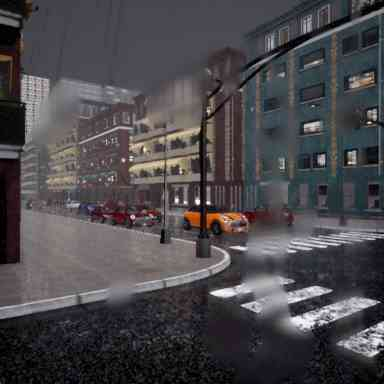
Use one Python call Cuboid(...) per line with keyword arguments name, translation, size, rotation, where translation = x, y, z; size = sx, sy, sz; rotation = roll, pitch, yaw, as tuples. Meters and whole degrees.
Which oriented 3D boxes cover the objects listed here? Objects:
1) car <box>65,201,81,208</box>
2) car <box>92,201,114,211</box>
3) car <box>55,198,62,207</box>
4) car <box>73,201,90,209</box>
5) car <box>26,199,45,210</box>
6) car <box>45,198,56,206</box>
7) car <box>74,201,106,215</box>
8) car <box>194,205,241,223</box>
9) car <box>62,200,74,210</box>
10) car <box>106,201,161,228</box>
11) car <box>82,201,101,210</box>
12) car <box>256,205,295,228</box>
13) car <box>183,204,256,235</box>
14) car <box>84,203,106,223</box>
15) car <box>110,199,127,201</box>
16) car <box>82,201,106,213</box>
Cuboid(name="car", translation=(-23.337, 2.377, 65.003), size=(1.947, 1.339, 4.313), rotation=(-1, 0, -35))
Cuboid(name="car", translation=(-13.796, 2.159, 51.363), size=(2.008, 1.369, 4.403), rotation=(-1, 0, -35))
Cuboid(name="car", translation=(-26.518, 2.429, 69.549), size=(2.008, 1.369, 4.403), rotation=(-1, 0, -35))
Cuboid(name="car", translation=(-20.157, 2.326, 60.456), size=(1.802, 1.307, 4.206), rotation=(-1, 0, -35))
Cuboid(name="car", translation=(-26.604, 2.171, 55.922), size=(1.967, 1.590, 4.097), rotation=(-1, 0, -35))
Cuboid(name="car", translation=(-32.882, 2.328, 78.644), size=(2.192, 1.841, 5.009), rotation=(-1, 0, -35))
Cuboid(name="car", translation=(-11.872, 1.815, 39.201), size=(2.097, 1.767, 4.553), rotation=(0, -1, -35))
Cuboid(name="car", translation=(2.110, 1.849, 28.632), size=(1.802, 1.307, 4.206), rotation=(-1, 0, -35))
Cuboid(name="car", translation=(-19.718, 2.212, 55.369), size=(1.812, 1.442, 4.674), rotation=(0, -1, -35))
Cuboid(name="car", translation=(-4.341, 1.694, 24.095), size=(1.967, 1.590, 4.097), rotation=(-1, 0, -35))
Cuboid(name="car", translation=(-16.976, 2.258, 55.909), size=(1.802, 1.307, 4.206), rotation=(-1, 0, -35))
Cuboid(name="car", translation=(5.291, 1.639, 24.088), size=(1.967, 1.590, 4.097), rotation=(-1, 0, -35))
Cuboid(name="car", translation=(1.358, 1.531, 20.284), size=(2.097, 1.767, 4.553), rotation=(0, -1, -35))
Cuboid(name="car", translation=(-7.519, 1.904, 28.641), size=(1.802, 1.307, 4.206), rotation=(-1, 0, -35))
Cuboid(name="car", translation=(-10.620, 1.855, 46.817), size=(2.192, 1.841, 5.009), rotation=(-1, 0, -35))
Cuboid(name="car", translation=(-14.020, 2.090, 47.292), size=(1.812, 1.442, 4.674), rotation=(0, -1, -35))
